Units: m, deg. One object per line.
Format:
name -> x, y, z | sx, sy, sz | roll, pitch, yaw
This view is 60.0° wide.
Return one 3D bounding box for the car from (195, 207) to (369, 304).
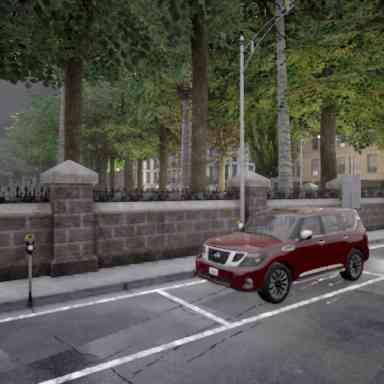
car -> 2.482, 1.329, 8.357 | 5.009, 1.841, 2.192 | 0, 0, -36
